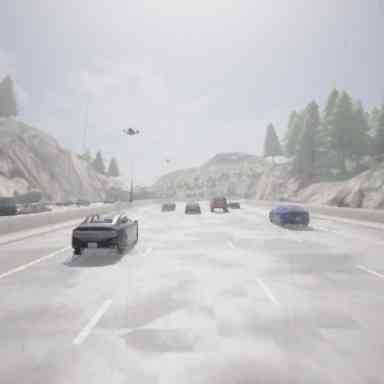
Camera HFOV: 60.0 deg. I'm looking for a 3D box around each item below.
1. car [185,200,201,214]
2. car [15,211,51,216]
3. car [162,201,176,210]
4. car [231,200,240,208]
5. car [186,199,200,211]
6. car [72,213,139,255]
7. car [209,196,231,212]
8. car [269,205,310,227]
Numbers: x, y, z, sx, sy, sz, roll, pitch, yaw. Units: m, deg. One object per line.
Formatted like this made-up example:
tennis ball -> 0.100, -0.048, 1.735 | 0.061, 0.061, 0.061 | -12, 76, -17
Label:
car -> 0.107, 1.919, 41.474 | 1.994, 1.385, 4.181 | 0, -1, 0
car -> -14.077, 1.823, 30.001 | 1.994, 1.385, 4.181 | 0, 0, 0
car -> -3.392, 2.030, 49.998 | 1.895, 1.301, 4.718 | 0, 0, 0
car -> 7.116, 2.097, 57.867 | 1.895, 1.301, 4.718 | 0, 0, 0
car -> 0.111, 1.897, 48.820 | 1.882, 1.535, 5.008 | 0, 0, 0
car -> -3.401, 1.611, 13.799 | 2.128, 1.511, 4.902 | 0, 0, 0
car -> 3.608, 1.612, 45.440 | 2.150, 2.045, 5.566 | 0, 0, 0
car -> 7.104, 1.690, 24.708 | 1.882, 1.535, 5.008 | 0, 0, 0
